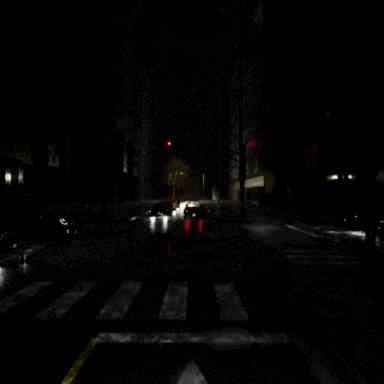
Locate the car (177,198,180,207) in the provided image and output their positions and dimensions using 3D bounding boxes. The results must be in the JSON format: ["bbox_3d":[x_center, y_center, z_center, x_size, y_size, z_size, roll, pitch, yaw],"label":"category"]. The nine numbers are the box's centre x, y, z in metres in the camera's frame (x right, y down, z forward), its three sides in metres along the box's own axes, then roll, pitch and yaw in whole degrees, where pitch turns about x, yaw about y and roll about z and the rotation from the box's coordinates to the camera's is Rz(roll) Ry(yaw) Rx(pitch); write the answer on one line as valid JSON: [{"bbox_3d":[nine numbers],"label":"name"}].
[{"bbox_3d":[-3.024,1.657,44.823,1.882,1.535,5.008,0,0,1],"label":"car"}]

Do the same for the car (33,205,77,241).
[{"bbox_3d":[-8.030,1.412,16.215,4.553,1.767,2.097,0,0,-8],"label":"car"}]

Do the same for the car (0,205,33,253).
[{"bbox_3d":[-8.775,1.403,12.307,4.553,1.767,2.097,0,0,0],"label":"car"}]

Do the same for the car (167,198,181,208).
[{"bbox_3d":[-2.964,1.712,54.985,2.128,1.511,4.902,0,0,0],"label":"car"}]

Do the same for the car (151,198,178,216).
[{"bbox_3d":[-3.029,1.687,35.020,2.033,1.411,5.357,0,0,4],"label":"car"}]

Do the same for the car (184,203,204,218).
[{"bbox_3d":[0.186,1.727,31.621,1.895,1.301,4.718,0,0,0],"label":"car"}]

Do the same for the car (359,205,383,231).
[{"bbox_3d":[12.201,1.649,18.897,4.181,1.385,1.994,0,0,0],"label":"car"}]

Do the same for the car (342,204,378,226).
[{"bbox_3d":[12.644,1.584,22.146,4.902,1.511,2.128,0,0,0],"label":"car"}]
